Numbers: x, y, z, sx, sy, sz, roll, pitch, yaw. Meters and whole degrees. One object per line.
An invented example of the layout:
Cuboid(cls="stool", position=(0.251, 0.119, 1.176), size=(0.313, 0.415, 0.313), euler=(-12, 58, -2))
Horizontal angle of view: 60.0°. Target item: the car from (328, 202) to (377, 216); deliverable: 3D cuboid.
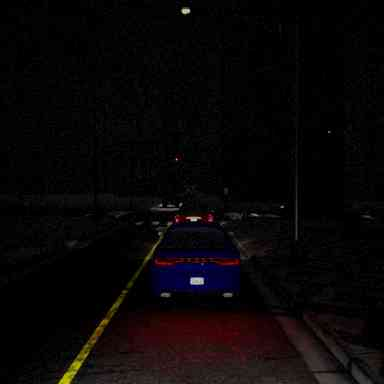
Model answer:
Cuboid(cls="car", position=(17.773, 1.842, 36.925), size=(4.403, 1.369, 2.008), euler=(1, -1, 0))

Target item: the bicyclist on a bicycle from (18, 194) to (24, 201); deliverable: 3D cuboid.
Cuboid(cls="bicyclist on a bicycle", position=(-20.511, 1.030, 39.775), size=(0.582, 1.620, 1.656), euler=(1, 0, 0))

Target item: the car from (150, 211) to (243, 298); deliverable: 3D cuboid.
Cuboid(cls="car", position=(0.098, 1.477, 8.556), size=(1.882, 1.535, 5.008), euler=(0, 0, 0))

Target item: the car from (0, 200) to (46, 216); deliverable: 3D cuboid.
Cuboid(cls="car", position=(-14.784, 1.367, 28.293), size=(4.403, 1.369, 2.008), euler=(1, -1, 0))

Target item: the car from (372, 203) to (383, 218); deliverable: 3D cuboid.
Cuboid(cls="car", position=(21.353, 1.875, 34.251), size=(4.674, 1.442, 1.812), euler=(1, 0, 0))

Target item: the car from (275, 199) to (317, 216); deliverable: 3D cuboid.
Cuboid(cls="car", position=(10.940, 1.539, 34.247), size=(4.553, 1.767, 2.097), euler=(1, 0, 0))

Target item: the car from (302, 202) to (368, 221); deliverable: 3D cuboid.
Cuboid(cls="car", position=(12.125, 1.775, 28.398), size=(4.313, 1.339, 1.947), euler=(1, -1, 0))

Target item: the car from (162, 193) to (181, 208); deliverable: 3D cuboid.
Cuboid(cls="car", position=(-3.111, 1.222, 49.351), size=(2.150, 2.045, 5.566), euler=(0, 0, 0))

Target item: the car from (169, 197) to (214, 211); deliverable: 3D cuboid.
Cuboid(cls="car", position=(0.114, 1.352, 17.710), size=(2.097, 1.767, 4.553), euler=(0, 0, 1))

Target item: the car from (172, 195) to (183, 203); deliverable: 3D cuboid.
Cuboid(cls="car", position=(-3.034, 1.493, 69.501), size=(2.128, 1.511, 4.902), euler=(0, 0, 0))

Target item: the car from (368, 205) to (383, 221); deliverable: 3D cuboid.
Cuboid(cls="car", position=(17.938, 1.824, 28.401), size=(4.829, 1.417, 1.752), euler=(1, -1, 0))

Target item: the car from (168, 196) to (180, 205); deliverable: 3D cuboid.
Cuboid(cls="car", position=(-3.101, 1.526, 59.183), size=(1.812, 1.442, 4.674), euler=(0, 0, 1))
